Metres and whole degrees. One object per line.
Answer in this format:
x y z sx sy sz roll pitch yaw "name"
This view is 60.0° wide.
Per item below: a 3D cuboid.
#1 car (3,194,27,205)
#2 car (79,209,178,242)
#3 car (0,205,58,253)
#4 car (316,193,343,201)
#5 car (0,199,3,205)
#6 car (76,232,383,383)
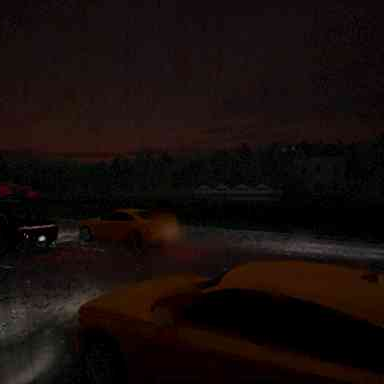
-24.574 1.216 45.262 1.905 1.878 3.866 0 0 35 "car"
-2.918 1.478 14.675 5.008 1.535 1.882 0 0 36 "car"
-7.487 1.493 13.634 4.902 1.511 2.128 0 0 36 "car"
26.548 1.213 64.325 4.605 1.855 1.932 0 0 35 "car"
-19.958 1.527 31.134 4.674 1.442 1.812 0 0 36 "car"
0.874 1.478 3.369 5.008 1.535 1.882 0 0 36 "car"
